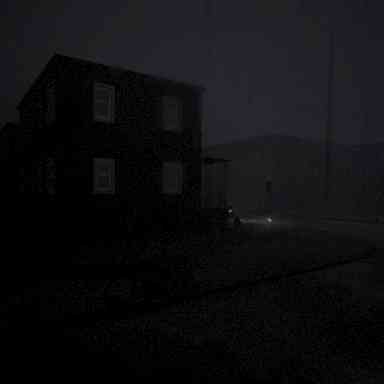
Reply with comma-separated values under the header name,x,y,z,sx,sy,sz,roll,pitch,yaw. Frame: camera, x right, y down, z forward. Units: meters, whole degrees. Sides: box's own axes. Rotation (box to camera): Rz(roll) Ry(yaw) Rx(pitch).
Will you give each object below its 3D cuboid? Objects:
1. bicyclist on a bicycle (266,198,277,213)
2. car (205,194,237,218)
name,x,y,z,sx,sy,sz,roll,pitch,yaw
bicyclist on a bicycle,8.322,1.348,34.790,1.656,1.620,0.582,0,0,-35
car,1.575,1.222,29.787,2.150,2.045,5.566,0,0,-35
